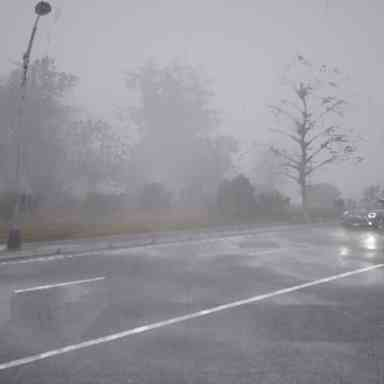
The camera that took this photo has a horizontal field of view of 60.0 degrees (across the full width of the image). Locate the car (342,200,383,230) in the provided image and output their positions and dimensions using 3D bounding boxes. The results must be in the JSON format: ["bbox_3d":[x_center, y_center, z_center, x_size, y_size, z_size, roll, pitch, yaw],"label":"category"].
[{"bbox_3d":[11.306,1.308,20.614,4.553,1.767,2.097,0,0,-35],"label":"car"}]
